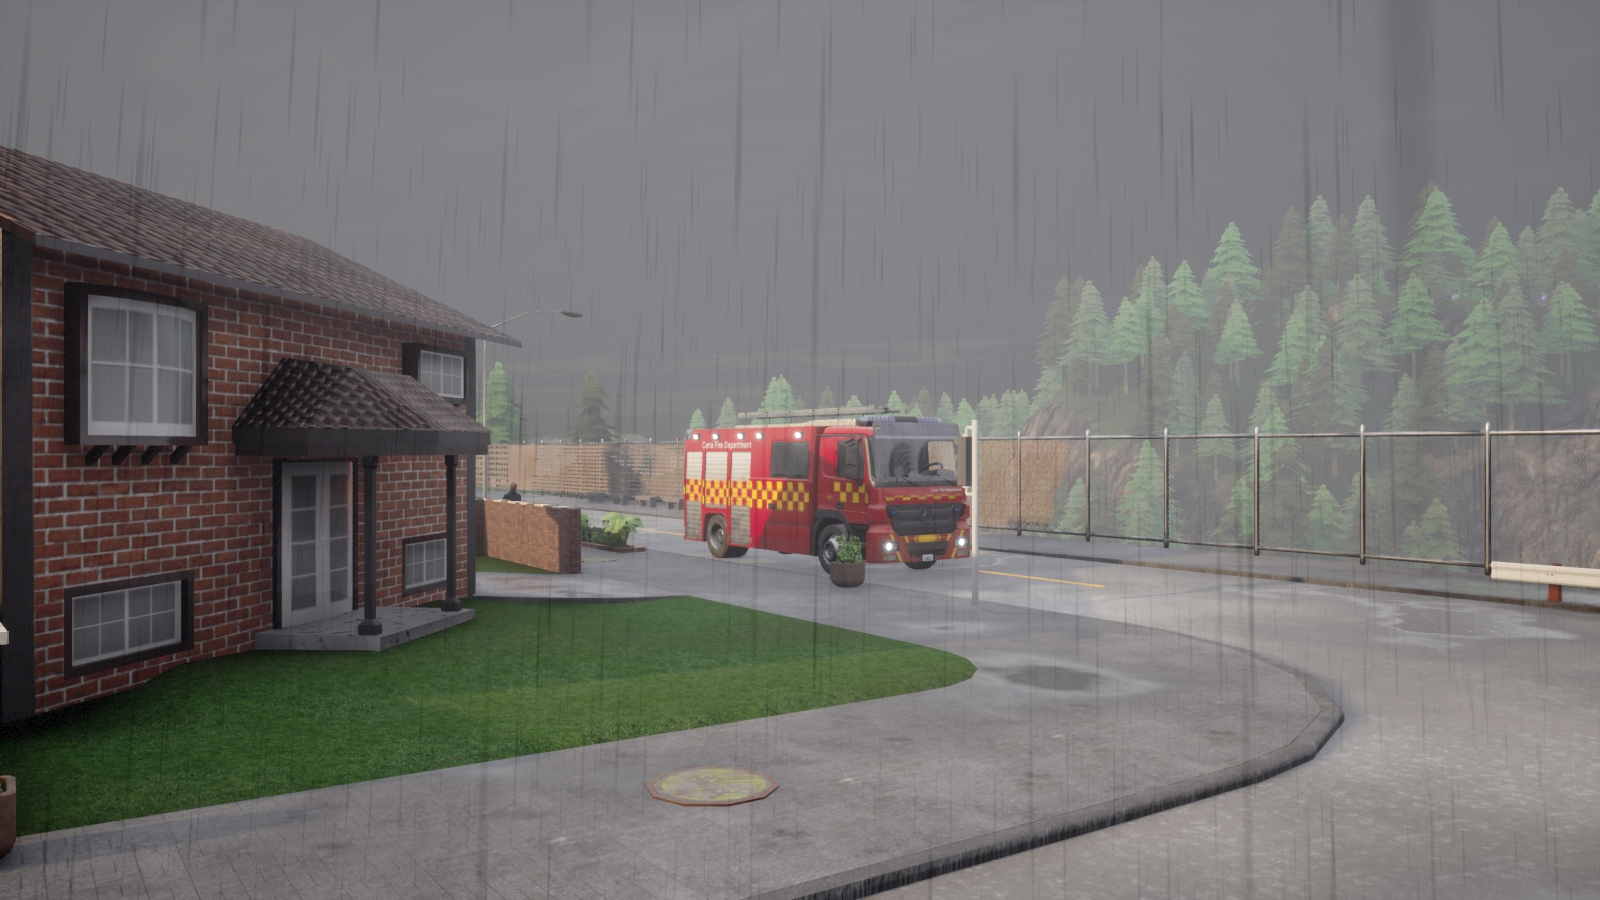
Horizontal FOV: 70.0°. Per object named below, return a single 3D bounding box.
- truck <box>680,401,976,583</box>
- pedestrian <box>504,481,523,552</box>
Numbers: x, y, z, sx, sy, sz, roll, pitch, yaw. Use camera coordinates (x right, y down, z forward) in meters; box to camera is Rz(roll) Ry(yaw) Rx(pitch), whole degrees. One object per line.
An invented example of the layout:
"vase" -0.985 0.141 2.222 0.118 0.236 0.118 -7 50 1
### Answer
"truck" 0.353 0.890 28.322 2.891 3.827 8.468 0 0 -35
"pedestrian" -7.543 1.745 30.091 0.375 1.860 0.375 0 0 -38
